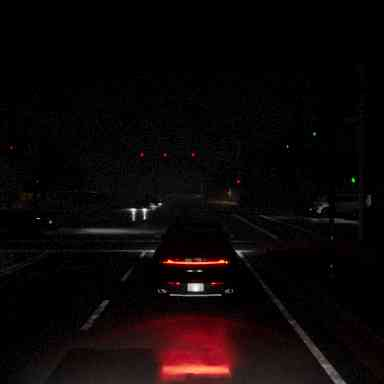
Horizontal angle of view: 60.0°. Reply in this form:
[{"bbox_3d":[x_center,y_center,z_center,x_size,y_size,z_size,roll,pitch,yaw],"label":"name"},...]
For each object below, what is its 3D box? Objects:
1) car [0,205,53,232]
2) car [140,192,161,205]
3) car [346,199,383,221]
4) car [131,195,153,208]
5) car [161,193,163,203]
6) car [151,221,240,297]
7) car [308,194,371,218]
[{"bbox_3d":[-10.688,1.491,19.439,4.902,1.511,2.128,0,0,2],"label":"car"},{"bbox_3d":[-7.160,1.222,57.858,2.150,2.045,5.566,0,0,0],"label":"car"},{"bbox_3d":[15.206,1.526,26.473,4.674,1.442,1.812,0,0,-1],"label":"car"},{"bbox_3d":[-7.156,1.526,47.165,1.812,1.442,4.674,0,0,0],"label":"car"},{"bbox_3d":[-7.110,1.221,68.223,2.150,2.045,5.566,0,0,0],"label":"car"},{"bbox_3d":[0.072,1.505,8.534,1.837,1.490,4.892,0,0,0],"label":"car"},{"bbox_3d":[13.432,1.221,29.918,5.566,2.045,2.150,0,0,-1],"label":"car"}]
